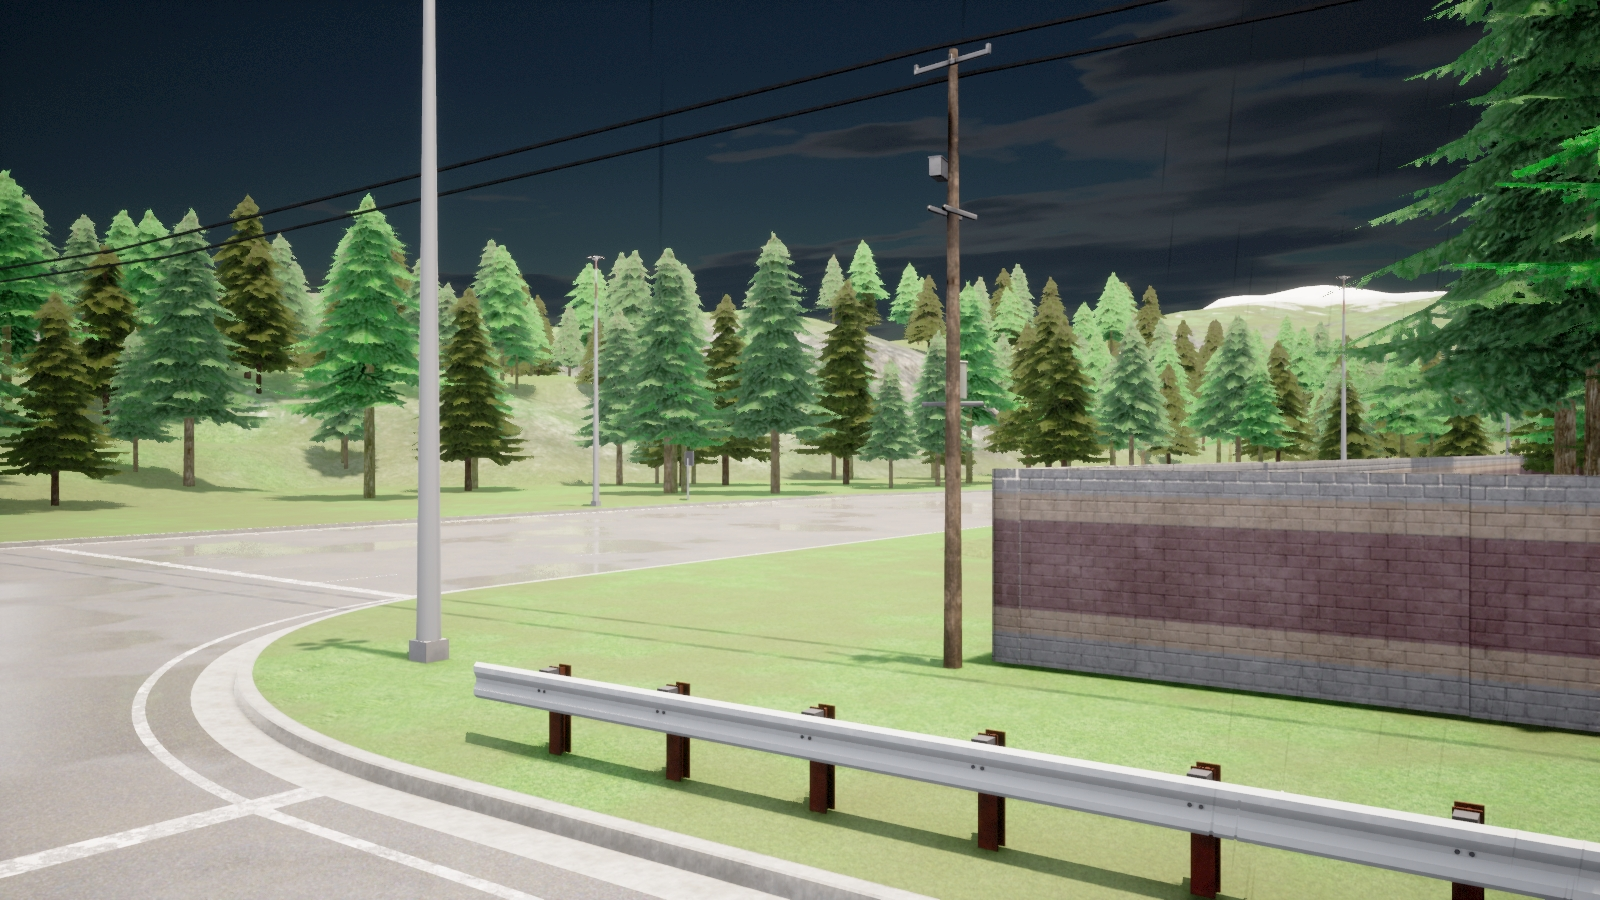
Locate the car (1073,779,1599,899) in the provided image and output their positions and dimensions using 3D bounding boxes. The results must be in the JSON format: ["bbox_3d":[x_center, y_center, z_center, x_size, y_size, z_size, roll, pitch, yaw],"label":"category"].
[{"bbox_3d":[3.010,1.982,1.681,5.238,1.638,2.097,0,0,35],"label":"car"}]
